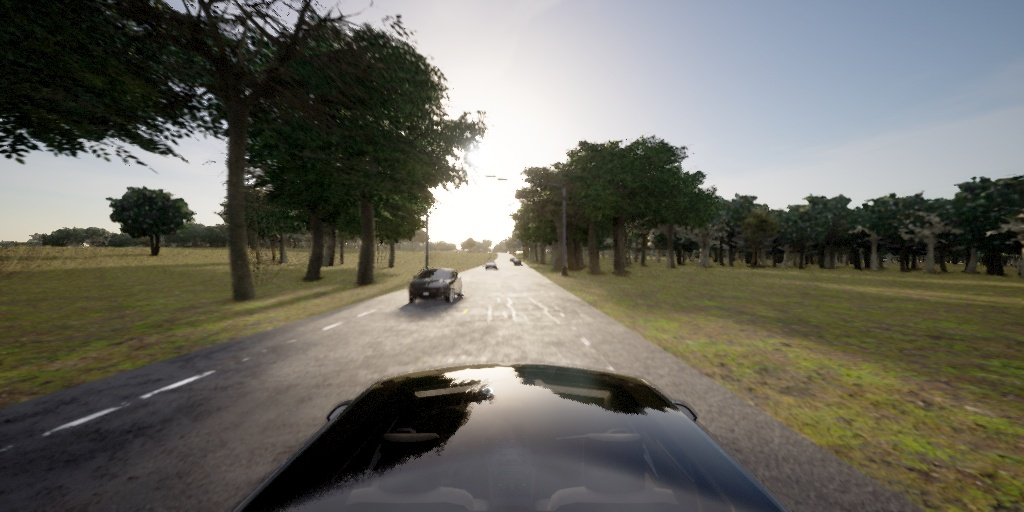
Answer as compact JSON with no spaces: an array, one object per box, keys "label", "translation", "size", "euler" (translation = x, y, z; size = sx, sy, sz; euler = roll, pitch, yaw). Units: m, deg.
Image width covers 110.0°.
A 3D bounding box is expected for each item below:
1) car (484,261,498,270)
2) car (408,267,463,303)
[{"label":"car","translation":[-3.372,1.477,58.333],"size":[1.812,1.442,4.674],"euler":[0,0,1]},{"label":"car","translation":[-3.566,1.313,17.397],"size":[1.882,1.535,5.008],"euler":[0,0,0]}]
